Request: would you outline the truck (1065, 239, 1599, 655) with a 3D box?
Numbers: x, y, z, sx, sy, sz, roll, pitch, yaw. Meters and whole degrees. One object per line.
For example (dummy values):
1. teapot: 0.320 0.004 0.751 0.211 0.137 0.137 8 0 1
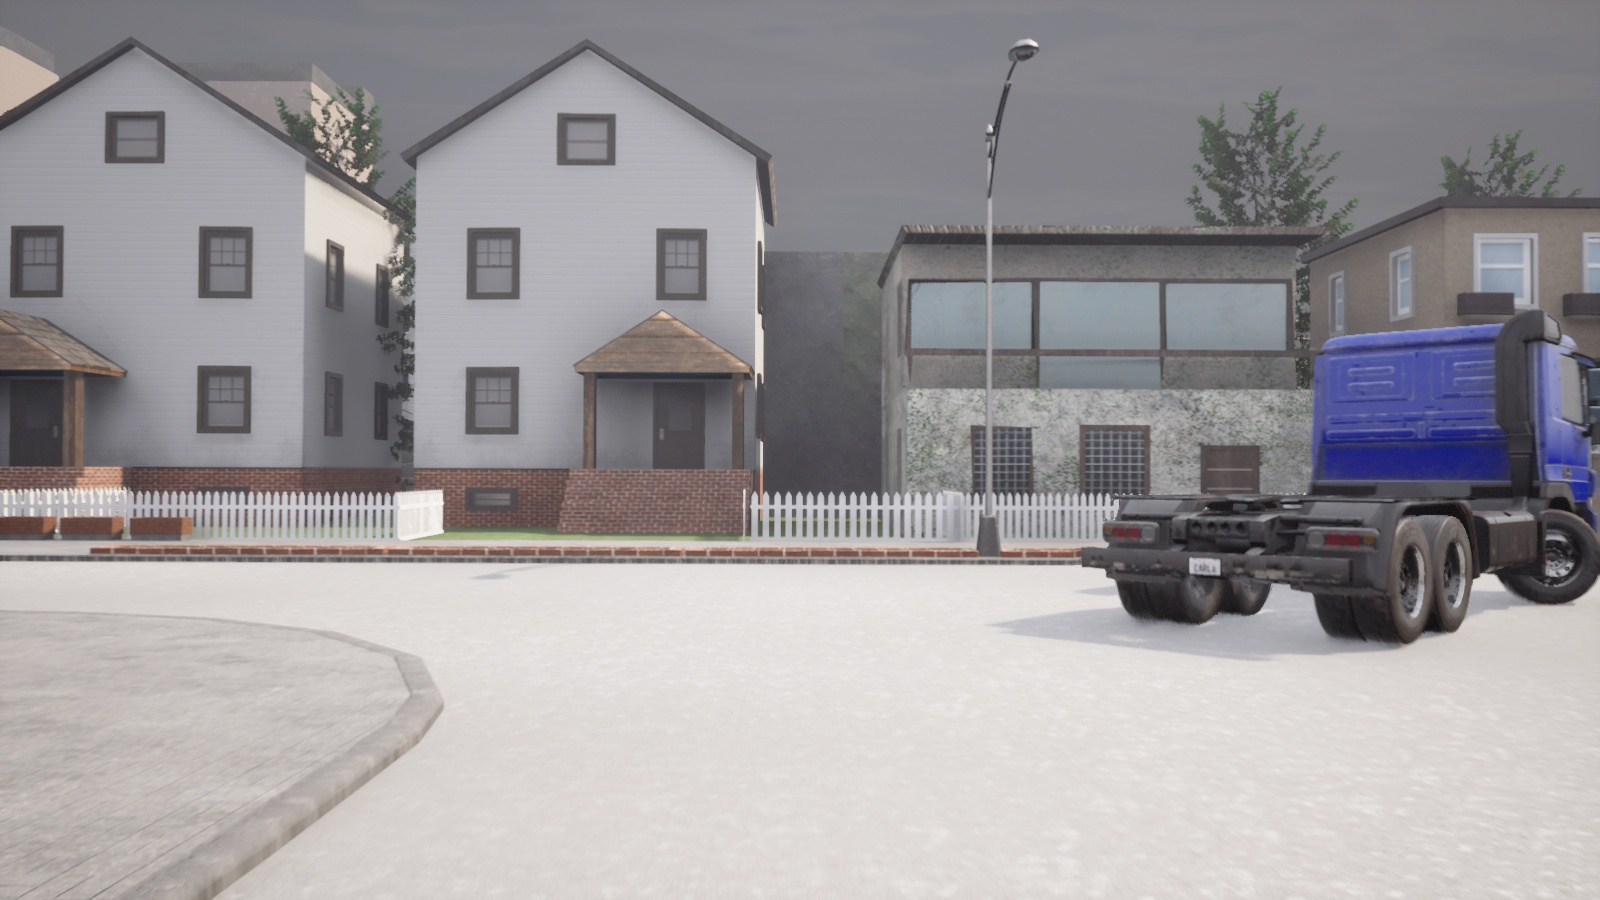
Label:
1. truck: 6.482 0.041 14.271 2.891 3.462 7.936 -2 -2 45
